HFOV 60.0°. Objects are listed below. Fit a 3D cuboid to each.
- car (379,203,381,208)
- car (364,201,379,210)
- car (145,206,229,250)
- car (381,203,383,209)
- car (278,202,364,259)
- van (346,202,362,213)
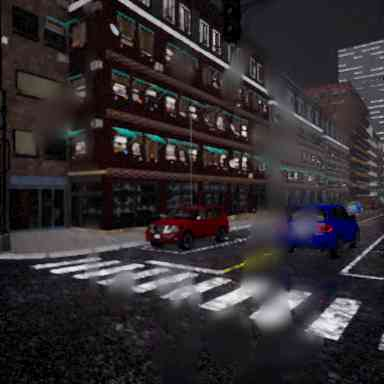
[{"bbox_3d":[39.045,2.989,72.032,1.967,1.590,4.097,-2,-2,35],"label":"car"},{"bbox_3d":[35.788,2.758,67.379,2.192,1.841,5.009,-2,-2,35],"label":"car"},{"bbox_3d":[-0.041,1.604,16.141,2.192,1.841,5.009,-1,-2,35],"label":"car"},{"bbox_3d":[45.561,3.329,81.345,1.947,1.339,4.313,-2,-2,35],"label":"car"},{"bbox_3d":[5.584,1.519,14.331,2.150,2.045,5.566,0,-1,37],"label":"car"},{"bbox_3d":[26.017,2.466,53.404,1.690,1.788,3.998,-2,-2,35],"label":"van"}]
